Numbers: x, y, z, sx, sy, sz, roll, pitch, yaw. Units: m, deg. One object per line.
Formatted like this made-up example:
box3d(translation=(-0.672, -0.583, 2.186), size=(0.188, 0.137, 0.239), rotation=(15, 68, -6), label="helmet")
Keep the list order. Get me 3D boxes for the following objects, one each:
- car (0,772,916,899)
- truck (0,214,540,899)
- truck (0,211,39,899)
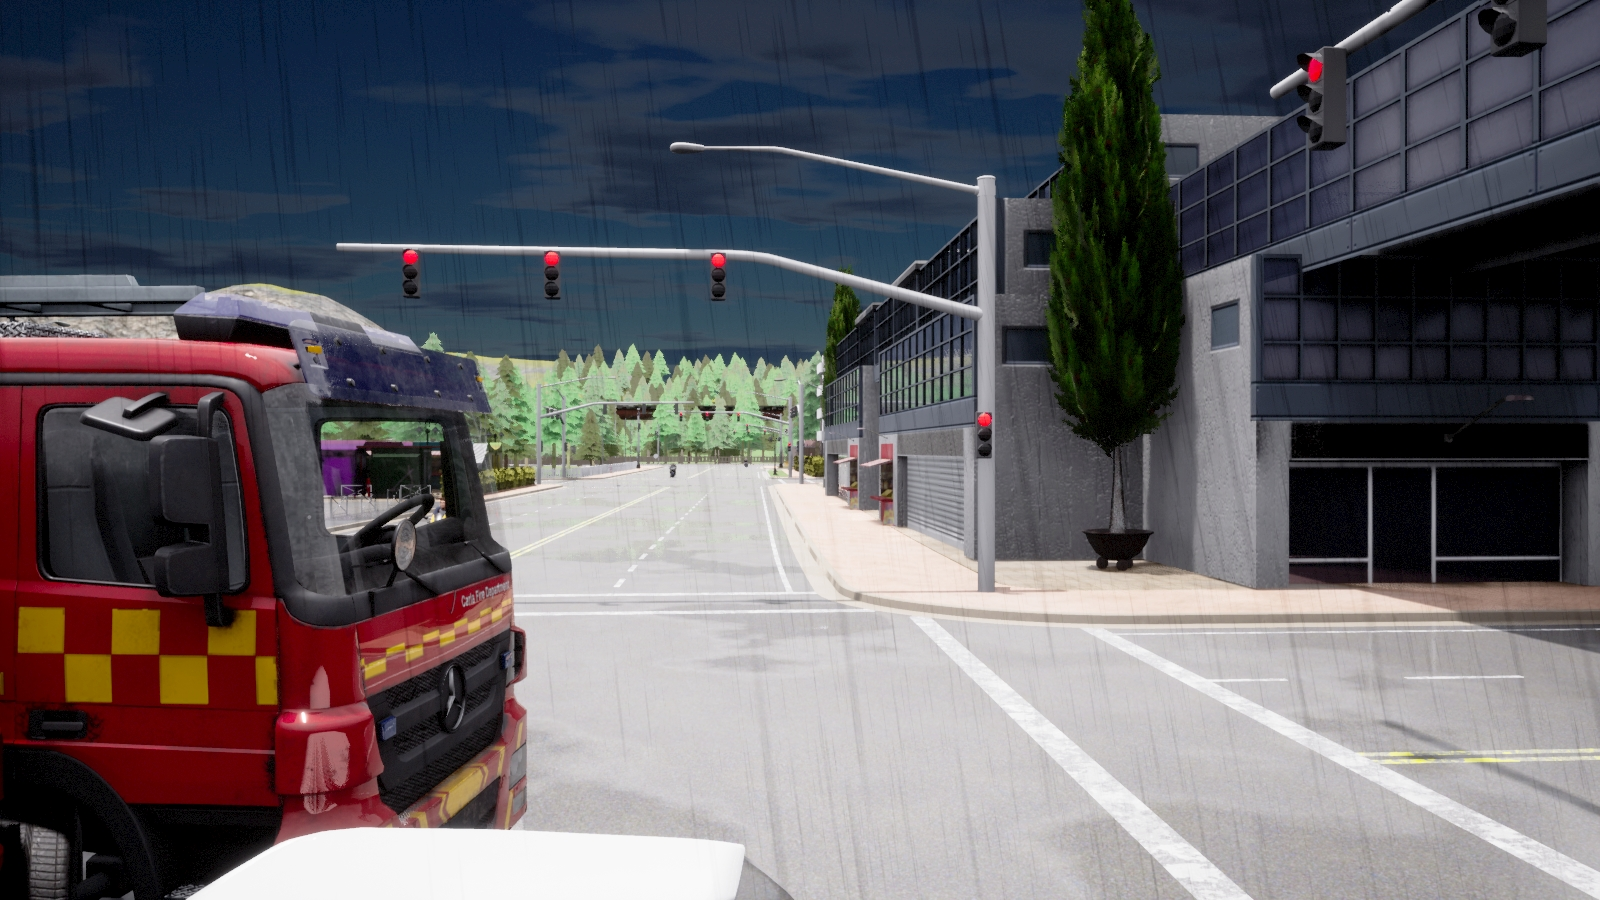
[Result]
box3d(translation=(-1.549, 2.065, 3.579), size=(3.806, 1.475, 1.970), rotation=(0, 0, 5), label="car")
box3d(translation=(-6.102, 0.890, 6.659), size=(8.468, 3.827, 2.891), rotation=(0, 0, 4), label="truck")
box3d(translation=(-7.587, 0.890, 3.490), size=(8.468, 3.827, 2.891), rotation=(0, 0, -3), label="truck")
